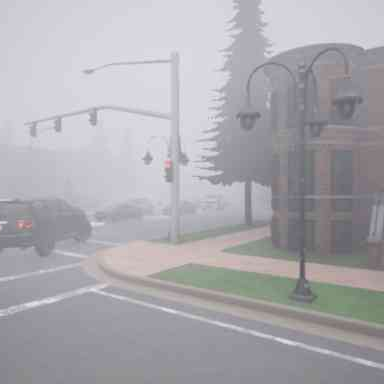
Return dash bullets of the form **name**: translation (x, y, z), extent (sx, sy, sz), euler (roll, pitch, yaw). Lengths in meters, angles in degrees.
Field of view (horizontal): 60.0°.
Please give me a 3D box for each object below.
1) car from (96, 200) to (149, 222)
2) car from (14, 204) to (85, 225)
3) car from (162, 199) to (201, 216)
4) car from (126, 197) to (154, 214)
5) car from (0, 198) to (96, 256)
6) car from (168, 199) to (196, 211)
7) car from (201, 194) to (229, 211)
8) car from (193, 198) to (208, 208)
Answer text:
- **car**: translation (-5.836, 1.608, 26.798), extent (1.994, 1.385, 4.181), euler (0, 0, 34)
- **car**: translation (-10.859, 1.653, 25.660), extent (1.895, 1.301, 4.718), euler (0, 0, 35)
- **car**: translation (-1.259, 1.609, 33.842), extent (1.994, 1.385, 4.181), euler (0, 0, 31)
- **car**: translation (-5.868, 1.404, 33.036), extent (2.097, 1.767, 4.553), euler (0, 0, 33)
- **car**: translation (-6.053, 1.249, 13.384), extent (2.150, 2.045, 5.566), euler (-2, 0, 4)
- **car**: translation (-1.193, 1.619, 41.690), extent (1.994, 1.385, 4.181), euler (0, 0, 21)
- **car**: translation (2.837, 1.270, 42.549), extent (2.150, 2.045, 5.566), euler (0, 0, 17)
- **car**: translation (1.360, 1.663, 51.240), extent (1.895, 1.301, 4.718), euler (0, 0, 7)
